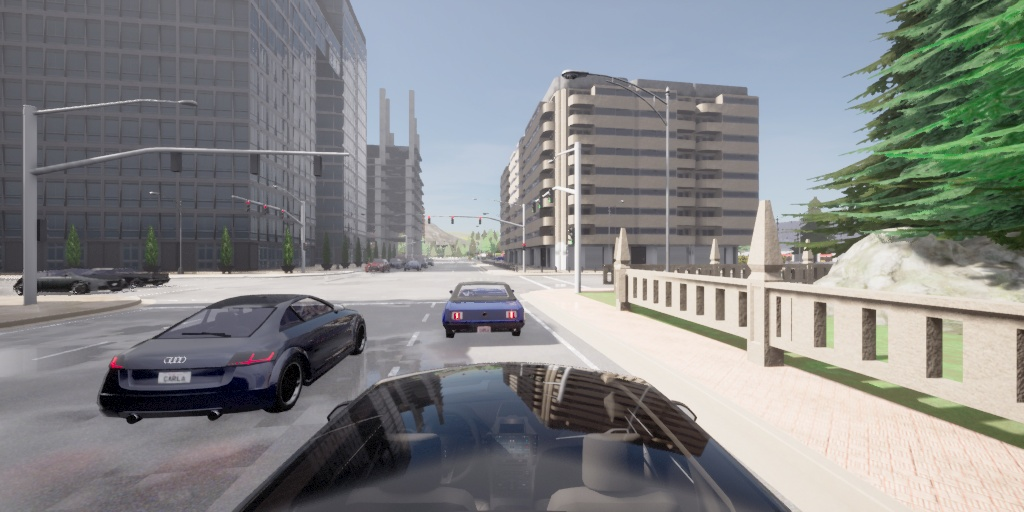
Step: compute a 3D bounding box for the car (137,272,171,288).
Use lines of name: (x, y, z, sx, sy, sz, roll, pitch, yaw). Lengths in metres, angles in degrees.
car: (-25.136, 1.406, 22.983, 4.718, 1.301, 1.895, 0, 0, -10)

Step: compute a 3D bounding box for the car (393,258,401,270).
car: (-17.432, 1.103, 52.555, 2.097, 1.767, 4.553, 0, 0, -8)

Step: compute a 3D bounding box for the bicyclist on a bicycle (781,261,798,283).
bicyclist on a bicycle: (16.443, 1.106, 21.578, 0.582, 1.620, 1.656, 0, 0, -8)

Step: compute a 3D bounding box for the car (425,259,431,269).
car: (-14.435, 1.102, 56.420, 2.097, 1.767, 4.553, 0, 0, -8)

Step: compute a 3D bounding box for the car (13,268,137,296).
car: (-23.723, 1.369, 19.429, 4.181, 1.385, 1.994, 0, 0, -5)

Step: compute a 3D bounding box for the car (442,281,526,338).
car: (-0.847, 1.351, 10.200, 1.895, 1.301, 4.718, 0, 0, -6)

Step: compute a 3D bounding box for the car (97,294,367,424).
car: (-3.928, 1.314, 5.963, 1.994, 1.385, 4.181, 0, 0, -6)

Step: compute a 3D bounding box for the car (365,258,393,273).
car: (-16.162, 1.102, 43.276, 2.097, 1.767, 4.553, 0, 0, -8)

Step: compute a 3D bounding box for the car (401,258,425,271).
car: (-13.316, 1.276, 48.372, 1.812, 1.442, 4.674, 0, 0, -8)
